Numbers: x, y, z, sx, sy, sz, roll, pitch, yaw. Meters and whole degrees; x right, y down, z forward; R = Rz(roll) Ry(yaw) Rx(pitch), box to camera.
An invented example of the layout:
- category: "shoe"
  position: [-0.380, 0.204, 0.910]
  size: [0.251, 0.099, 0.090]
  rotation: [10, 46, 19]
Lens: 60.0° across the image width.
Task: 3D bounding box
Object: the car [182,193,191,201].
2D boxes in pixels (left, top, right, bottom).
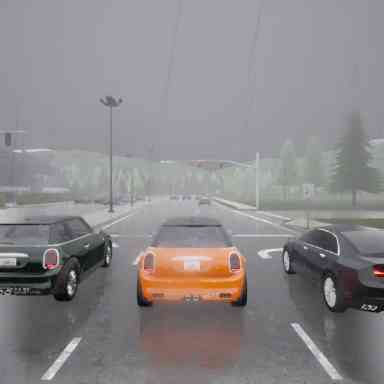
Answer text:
- category: "car"
  position: [-1.360, 1.222, 88.282]
  size: [2.150, 2.045, 5.566]
  rotation: [0, 0, 0]

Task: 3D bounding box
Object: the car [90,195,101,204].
- category: "car"
  position: [-16.400, 1.600, 60.607]
  size: [1.895, 1.301, 4.718]
  rotation: [0, 0, 0]

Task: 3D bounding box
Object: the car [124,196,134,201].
- category: "car"
  position: [-16.359, 1.590, 86.613]
  size: [1.895, 1.301, 4.718]
  rotation: [0, 0, 0]

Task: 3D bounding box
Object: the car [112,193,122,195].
- category: "car"
  position: [-16.347, 1.225, 71.999]
  size: [2.150, 2.045, 5.566]
  rotation: [0, 0, 0]

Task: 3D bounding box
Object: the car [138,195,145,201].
- category: "car"
  position: [-12.855, 1.552, 82.424]
  size: [1.994, 1.385, 4.181]
  rotation: [0, 0, 0]

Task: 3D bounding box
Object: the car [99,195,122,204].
- category: "car"
  position: [-12.896, 1.565, 52.831]
  size: [1.994, 1.385, 4.181]
  rotation: [0, 0, 0]

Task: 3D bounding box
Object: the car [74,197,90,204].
- category: "car"
  position: [-19.890, 1.600, 60.817]
  size: [1.895, 1.301, 4.718]
  rotation: [0, 0, 1]

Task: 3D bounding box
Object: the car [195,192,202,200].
- category: "car"
  position: [2.140, 1.520, 88.619]
  size: [1.812, 1.442, 4.674]
  rotation: [0, 0, 0]

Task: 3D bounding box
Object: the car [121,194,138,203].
- category: "car"
  position: [-12.843, 1.596, 67.637]
  size: [1.895, 1.301, 4.718]
  rotation: [0, 0, 0]

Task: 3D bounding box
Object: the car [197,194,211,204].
- category: "car"
  position: [2.166, 1.526, 57.241]
  size: [1.812, 1.442, 4.674]
  rotation: [0, 0, 0]

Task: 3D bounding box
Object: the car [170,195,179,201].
- category: "car"
  position: [-4.860, 1.495, 88.543]
  size: [1.837, 1.490, 4.892]
  rotation: [0, 0, 0]

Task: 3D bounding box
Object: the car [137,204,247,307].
- category: "car"
  position: [0.000, 1.352, 8.150]
  size: [2.097, 1.767, 4.553]
  rotation: [0, 0, 0]

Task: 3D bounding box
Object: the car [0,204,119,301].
- category: "car"
  position: [-3.500, 1.352, 8.472]
  size: [2.097, 1.767, 4.553]
  rotation: [0, 0, 0]

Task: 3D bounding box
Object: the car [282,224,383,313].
- category: "car"
  position: [3.499, 1.505, 7.653]
  size: [1.837, 1.490, 4.892]
  rotation: [0, 0, 0]

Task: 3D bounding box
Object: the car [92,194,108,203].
- category: "car"
  position: [-19.846, 1.355, 71.747]
  size: [2.097, 1.767, 4.553]
  rotation: [0, 0, 0]
